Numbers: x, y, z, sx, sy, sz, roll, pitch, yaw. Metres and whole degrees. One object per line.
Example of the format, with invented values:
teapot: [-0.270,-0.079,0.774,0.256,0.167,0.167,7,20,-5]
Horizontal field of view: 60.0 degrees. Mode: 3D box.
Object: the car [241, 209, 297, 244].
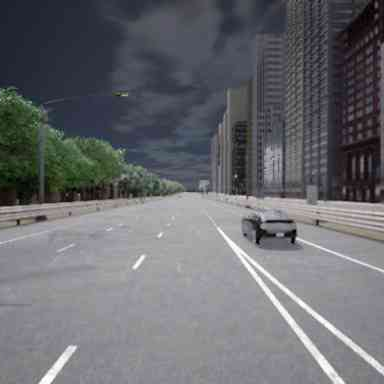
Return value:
car: [3.642,1.605,16.366,2.128,1.511,4.902,0,0,-1]
